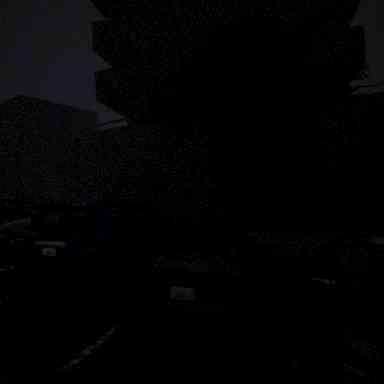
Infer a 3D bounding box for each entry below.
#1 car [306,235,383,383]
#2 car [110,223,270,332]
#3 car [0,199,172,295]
[{"bbox_3d":[2.938,1.500,5.229,2.231,1.521,4.892,1,-1,16],"label":"car"},{"bbox_3d":[0.506,1.531,7.021,2.163,1.488,4.792,0,-1,16],"label":"car"},{"bbox_3d":[-1.934,1.251,8.792,2.435,2.045,5.566,0,-1,16],"label":"car"}]
